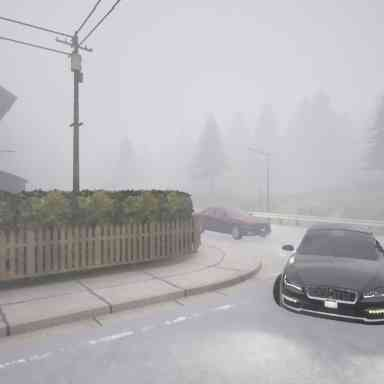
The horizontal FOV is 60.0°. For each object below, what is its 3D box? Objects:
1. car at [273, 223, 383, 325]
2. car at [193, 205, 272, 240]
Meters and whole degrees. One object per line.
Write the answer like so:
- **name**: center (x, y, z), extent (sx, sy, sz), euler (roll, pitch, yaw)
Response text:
- **car**: center (3.252, 1.505, 7.363), extent (1.837, 1.490, 4.892), euler (0, 0, 27)
- **car**: center (1.955, 1.478, 17.499), extent (1.882, 1.535, 5.008), euler (0, 0, -33)
